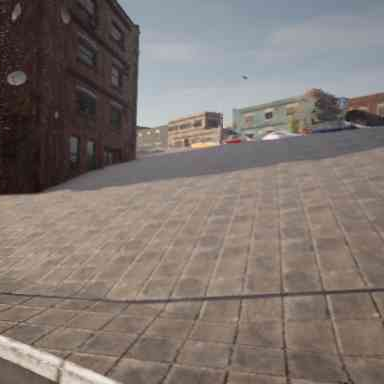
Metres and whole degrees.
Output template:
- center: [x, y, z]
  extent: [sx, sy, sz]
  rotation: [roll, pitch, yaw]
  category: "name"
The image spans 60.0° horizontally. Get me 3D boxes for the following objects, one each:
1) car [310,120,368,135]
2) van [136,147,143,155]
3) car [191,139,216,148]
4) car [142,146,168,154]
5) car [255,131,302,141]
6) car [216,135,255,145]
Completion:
- center: [11.812, -4.887, 26.491]
  extent: [2.185, 1.767, 4.553]
  rotation: [1, 2, -37]
  category: "car"
- center: [-7.914, -6.179, 53.045]
  extent: [1.878, 1.987, 4.442]
  rotation: [1, 2, -37]
  category: "van"
- center: [1.866, -5.504, 39.879]
  extent: [2.185, 1.767, 4.553]
  rotation: [1, 2, -37]
  category: "car"
- center: [-4.704, -5.768, 48.719]
  extent: [2.231, 1.521, 4.892]
  rotation: [1, 2, -37]
  category: "car"
- center: [8.534, -4.926, 30.901]
  extent: [2.002, 1.452, 4.674]
  rotation: [1, 2, -37]
  category: "car"
- center: [5.156, -5.302, 35.451]
  extent: [2.185, 1.767, 4.553]
  rotation: [1, 2, -37]
  category: "car"
